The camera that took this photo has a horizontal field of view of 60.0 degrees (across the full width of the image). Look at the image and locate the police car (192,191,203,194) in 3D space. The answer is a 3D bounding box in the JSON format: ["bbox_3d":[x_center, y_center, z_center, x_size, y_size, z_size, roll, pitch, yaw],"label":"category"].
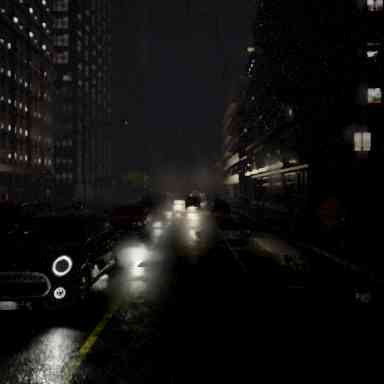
[{"bbox_3d":[0.877,0.985,72.316,1.930,1.638,5.238,0,0,0],"label":"police car"}]

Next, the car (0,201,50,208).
[{"bbox_3d":[-5.696,1.247,10.077,2.192,1.841,5.009,0,0,0],"label":"car"}]

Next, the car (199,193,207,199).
[{"bbox_3d":[2.661,1.060,81.877,2.008,1.369,4.403,0,0,0],"label":"car"}]

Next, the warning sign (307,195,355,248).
[{"bbox_3d":[5.064,1.034,12.204,1.300,1.860,1.060,0,0,0],"label":"warning sign"}]

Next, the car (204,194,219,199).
[{"bbox_3d":[2.676,1.280,37.865,1.752,1.417,4.829,0,0,0],"label":"car"}]

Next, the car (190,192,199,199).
[{"bbox_3d":[0.630,0.855,82.170,2.097,1.767,4.553,0,0,0],"label":"car"}]

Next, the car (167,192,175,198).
[{"bbox_3d":[-5.724,0.895,92.921,1.967,1.590,4.097,0,0,0],"label":"car"}]

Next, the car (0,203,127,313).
[{"bbox_3d":[-3.103,1.299,7.816,2.097,1.767,4.553,0,0,0],"label":"car"}]

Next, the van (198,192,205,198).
[{"bbox_3d":[2.657,0.796,92.922,1.690,1.788,3.998,0,0,0],"label":"van"}]

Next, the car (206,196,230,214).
[{"bbox_3d":[2.678,1.355,32.172,1.947,1.339,4.313,0,0,0],"label":"car"}]

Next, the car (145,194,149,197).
[{"bbox_3d":[-5.707,1.288,43.216,1.947,1.339,4.313,0,0,0],"label":"car"}]

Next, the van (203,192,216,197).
[{"bbox_3d":[2.674,1.064,43.217,1.690,1.788,3.998,0,0,0],"label":"van"}]

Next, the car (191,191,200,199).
[{"bbox_3d":[0.871,0.703,88.235,2.150,2.045,5.566,0,0,0],"label":"car"}]

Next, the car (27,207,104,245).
[{"bbox_3d":[-5.698,1.462,15.602,1.947,1.339,4.313,0,0,0],"label":"car"}]

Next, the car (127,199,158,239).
[{"bbox_3d":[-3.101,1.365,16.907,1.882,1.535,5.008,0,0,0],"label":"car"}]

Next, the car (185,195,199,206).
[{"bbox_3d":[-0.015,1.234,49.387,2.033,1.411,5.357,0,0,0],"label":"car"}]

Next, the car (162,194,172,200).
[{"bbox_3d":[-5.718,1.083,76.352,1.887,1.381,4.507,0,0,0],"label":"car"}]

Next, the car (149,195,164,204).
[{"bbox_3d":[-5.711,1.210,54.261,2.008,1.369,4.403,0,0,0],"label":"car"}]

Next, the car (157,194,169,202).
[{"bbox_3d":[-5.714,1.149,65.307,2.008,1.369,4.403,0,0,0],"label":"car"}]

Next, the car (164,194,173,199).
[{"bbox_3d":[-5.720,1.075,81.875,1.947,1.339,4.313,0,0,0],"label":"car"}]

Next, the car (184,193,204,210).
[{"bbox_3d":[0.088,1.252,39.020,1.837,1.490,4.892,0,0,0],"label":"car"}]

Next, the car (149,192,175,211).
[{"bbox_3d":[-3.052,1.117,36.146,2.097,1.767,4.553,0,0,0],"label":"car"}]

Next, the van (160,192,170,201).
[{"bbox_3d":[-5.716,0.909,70.828,1.690,1.788,3.998,0,0,0],"label":"van"}]

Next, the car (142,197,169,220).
[{"bbox_3d":[-3.103,1.353,26.216,1.812,1.442,4.674,0,0,1],"label":"car"}]
